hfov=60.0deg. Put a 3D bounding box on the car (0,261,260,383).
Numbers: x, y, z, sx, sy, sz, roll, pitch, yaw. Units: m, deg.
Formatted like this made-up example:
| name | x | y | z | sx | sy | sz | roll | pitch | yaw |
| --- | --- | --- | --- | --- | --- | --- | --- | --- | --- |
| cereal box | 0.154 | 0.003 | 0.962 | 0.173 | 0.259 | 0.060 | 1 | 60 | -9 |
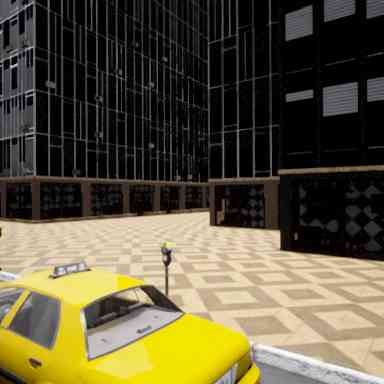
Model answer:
| name | x | y | z | sx | sy | sz | roll | pitch | yaw |
| --- | --- | --- | --- | --- | --- | --- | --- | --- | --- |
| car | -1.637 | 1.525 | 4.033 | 4.829 | 1.417 | 1.752 | 0 | 0 | 35 |
